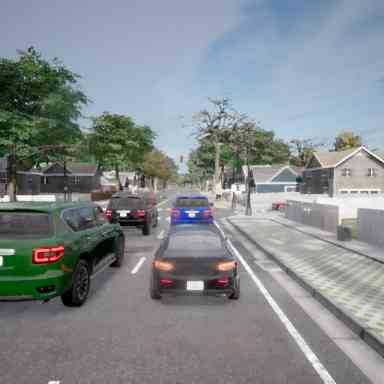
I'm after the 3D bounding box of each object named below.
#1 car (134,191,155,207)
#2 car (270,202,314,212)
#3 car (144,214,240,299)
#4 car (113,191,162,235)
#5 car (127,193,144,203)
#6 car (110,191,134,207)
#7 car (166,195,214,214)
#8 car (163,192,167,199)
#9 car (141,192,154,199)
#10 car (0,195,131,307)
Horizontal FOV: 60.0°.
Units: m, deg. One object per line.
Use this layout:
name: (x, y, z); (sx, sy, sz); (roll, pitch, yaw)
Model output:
car: (-6.568, 0.888, 46.907); (2.150, 2.045, 5.566); (0, 1, 0)
car: (10.590, 1.329, 34.386); (4.718, 1.301, 1.895); (0, 1, -2)
car: (0.071, 1.513, 8.281); (1.812, 1.442, 4.674); (0, 0, 0)
car: (-3.215, 1.158, 18.441); (2.150, 2.045, 5.566); (0, 0, 1)
car: (-9.794, 1.022, 58.027); (2.128, 1.511, 4.902); (0, 1, 0)
car: (-9.818, 0.887, 46.962); (2.150, 2.045, 5.566); (0, 1, 0)
car: (0.033, 1.159, 18.314); (2.150, 2.045, 5.566); (0, 0, 1)
car: (-6.454, 0.784, 70.985); (2.128, 1.511, 4.902); (0, 1, 0)
car: (-9.703, 0.740, 72.754); (2.128, 1.511, 4.902); (0, 1, 0)
car: (-3.183, 1.209, 8.089); (2.150, 2.045, 5.566); (0, 0, 1)
